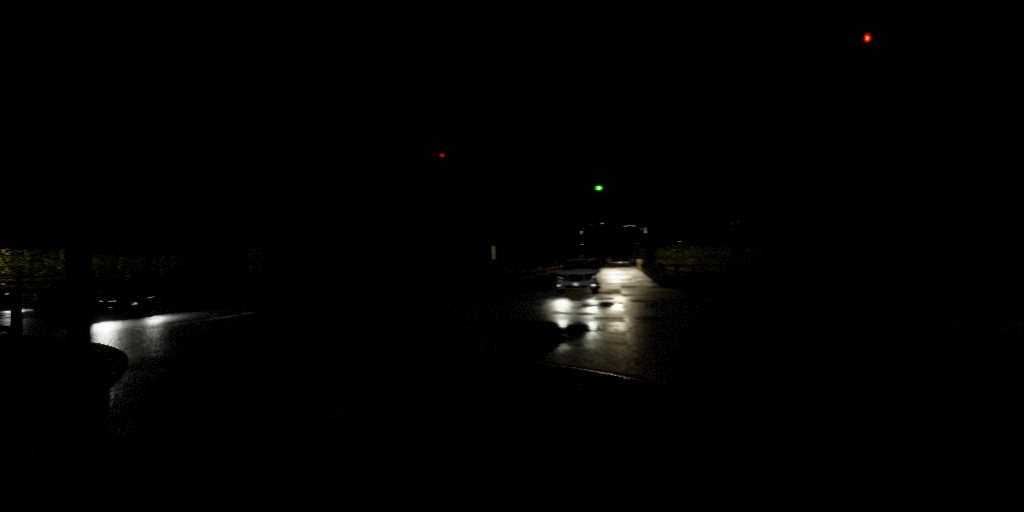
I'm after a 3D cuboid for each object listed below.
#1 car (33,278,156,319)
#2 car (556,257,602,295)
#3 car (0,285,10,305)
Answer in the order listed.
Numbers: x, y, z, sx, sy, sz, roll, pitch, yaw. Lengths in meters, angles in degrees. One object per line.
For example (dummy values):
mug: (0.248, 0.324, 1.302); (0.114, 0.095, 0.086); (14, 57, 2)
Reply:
car: (-16.726, 1.626, 14.374); (4.892, 1.490, 1.837); (-1, -1, 17)
car: (4.072, 1.104, 21.211); (2.150, 2.045, 5.566); (-2, -1, 17)
car: (-26.466, 1.836, 17.310); (4.674, 1.442, 1.812); (-1, -1, 17)
